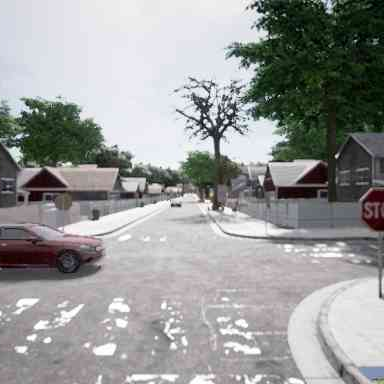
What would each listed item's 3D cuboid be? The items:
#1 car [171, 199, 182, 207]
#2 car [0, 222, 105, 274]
[{"bbox_3d":[-2.801,2.005,59.756,2.033,1.411,5.357,0,0,0],"label":"car"},{"bbox_3d":[-5.093,1.686,10.323,4.674,1.442,1.812,-1,0,-1],"label":"car"}]
